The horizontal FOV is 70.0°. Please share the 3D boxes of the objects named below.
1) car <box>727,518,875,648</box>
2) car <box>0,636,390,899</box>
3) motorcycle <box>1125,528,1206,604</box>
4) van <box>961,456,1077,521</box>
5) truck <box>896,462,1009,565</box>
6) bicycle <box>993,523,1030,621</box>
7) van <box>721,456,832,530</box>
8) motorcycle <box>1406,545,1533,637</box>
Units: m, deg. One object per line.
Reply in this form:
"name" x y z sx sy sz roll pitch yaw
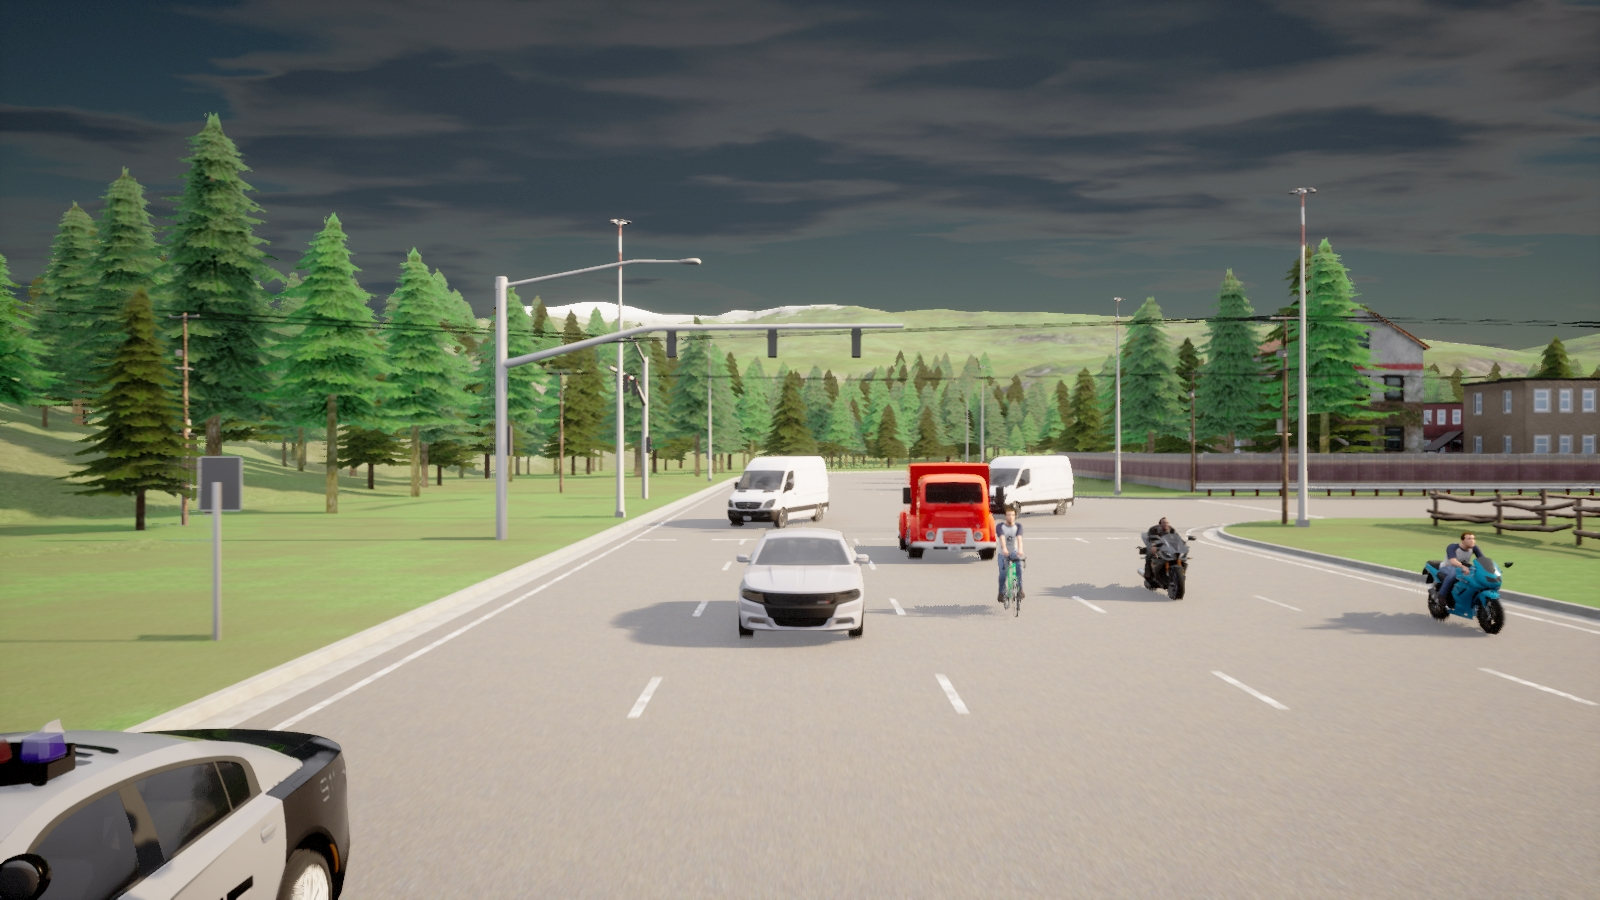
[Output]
"car" 0.050 2.034 18.653 2.097 1.535 5.006 0 0 1
"car" -3.609 1.982 4.511 2.097 1.638 5.238 0 0 0
"motorcycle" 7.029 2.205 22.100 0.867 1.251 2.209 0 0 1
"van" 9.247 1.534 47.918 1.988 2.561 5.915 -1 0 42
"truck" 3.934 1.569 30.467 2.627 2.467 5.204 0 0 4
"bicycle" 3.626 2.056 19.628 0.373 1.496 1.643 0 0 2
"van" -0.772 1.534 43.071 1.988 2.561 5.915 0 0 22
"motorcycle" 10.508 2.186 18.033 0.803 1.199 2.033 0 0 0
